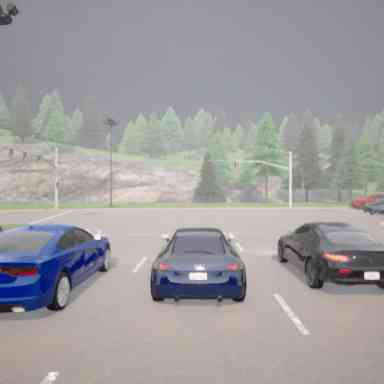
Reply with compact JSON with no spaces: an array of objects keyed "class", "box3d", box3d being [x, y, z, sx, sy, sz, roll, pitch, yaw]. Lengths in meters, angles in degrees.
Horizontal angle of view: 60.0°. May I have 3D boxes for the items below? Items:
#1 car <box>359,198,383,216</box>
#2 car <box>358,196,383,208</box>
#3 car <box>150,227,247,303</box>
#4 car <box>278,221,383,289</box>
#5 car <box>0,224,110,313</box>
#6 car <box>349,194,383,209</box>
[{"class":"car","box3d":[19.701,1.548,32.372,5.357,1.411,2.033,0,0,-1]},{"class":"car","box3d":[22.856,1.506,39.410,4.892,1.490,1.837,0,0,0]},{"class":"car","box3d":[0.162,1.564,8.298,1.994,1.385,4.181,0,0,1]},{"class":"car","box3d":[3.679,1.526,9.035,1.812,1.442,4.674,0,0,1]},{"class":"car","box3d":[-3.350,1.478,7.800,1.882,1.535,5.008,0,0,1]},{"class":"car","box3d":[23.390,1.222,42.920,5.566,2.045,2.150,0,0,0]}]
